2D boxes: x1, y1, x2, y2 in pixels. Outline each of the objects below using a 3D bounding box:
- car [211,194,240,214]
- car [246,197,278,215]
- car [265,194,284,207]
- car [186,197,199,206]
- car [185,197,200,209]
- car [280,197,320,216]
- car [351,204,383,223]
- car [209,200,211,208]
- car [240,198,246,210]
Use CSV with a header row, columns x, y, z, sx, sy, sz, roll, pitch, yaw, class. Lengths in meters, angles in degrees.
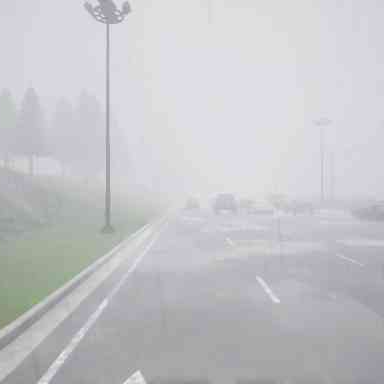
x,y,z,sx,sy,sz,roll,pitch,yaw,class
3.501,1.221,35.630,2.150,2.045,5.566,0,0,1,car
7.046,1.525,33.979,1.812,1.442,4.674,0,0,0,car
10.524,1.221,43.356,2.150,2.045,5.566,0,0,0,car
0.026,1.547,54.982,2.033,1.411,5.357,0,0,-3,car
0.046,1.547,44.306,2.033,1.411,5.357,0,0,0,car
10.551,1.505,32.893,1.837,1.490,4.892,0,0,0,car
14.064,1.601,25.276,1.895,1.301,4.718,0,0,0,car
3.488,1.525,46.030,1.812,1.442,4.674,0,0,0,car
7.026,1.477,43.985,1.882,1.535,5.008,0,0,0,car
